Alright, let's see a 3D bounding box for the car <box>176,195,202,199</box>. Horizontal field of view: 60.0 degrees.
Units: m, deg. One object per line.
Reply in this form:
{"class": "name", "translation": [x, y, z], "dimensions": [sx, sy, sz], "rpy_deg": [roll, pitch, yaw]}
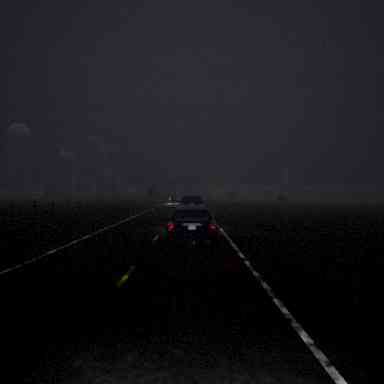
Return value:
{"class": "car", "translation": [0.000, 1.244, 29.680], "dimensions": [2.150, 2.045, 5.566], "rpy_deg": [0, 0, 0]}

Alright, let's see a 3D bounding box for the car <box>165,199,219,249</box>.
{"class": "car", "translation": [0.000, 1.360, 14.621], "dimensions": [2.097, 1.767, 4.553], "rpy_deg": [0, 0, 0]}

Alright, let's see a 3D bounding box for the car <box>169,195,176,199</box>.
{"class": "car", "translation": [-3.500, 1.349, 66.680], "dimensions": [2.097, 1.767, 4.553], "rpy_deg": [0, 0, 0]}
